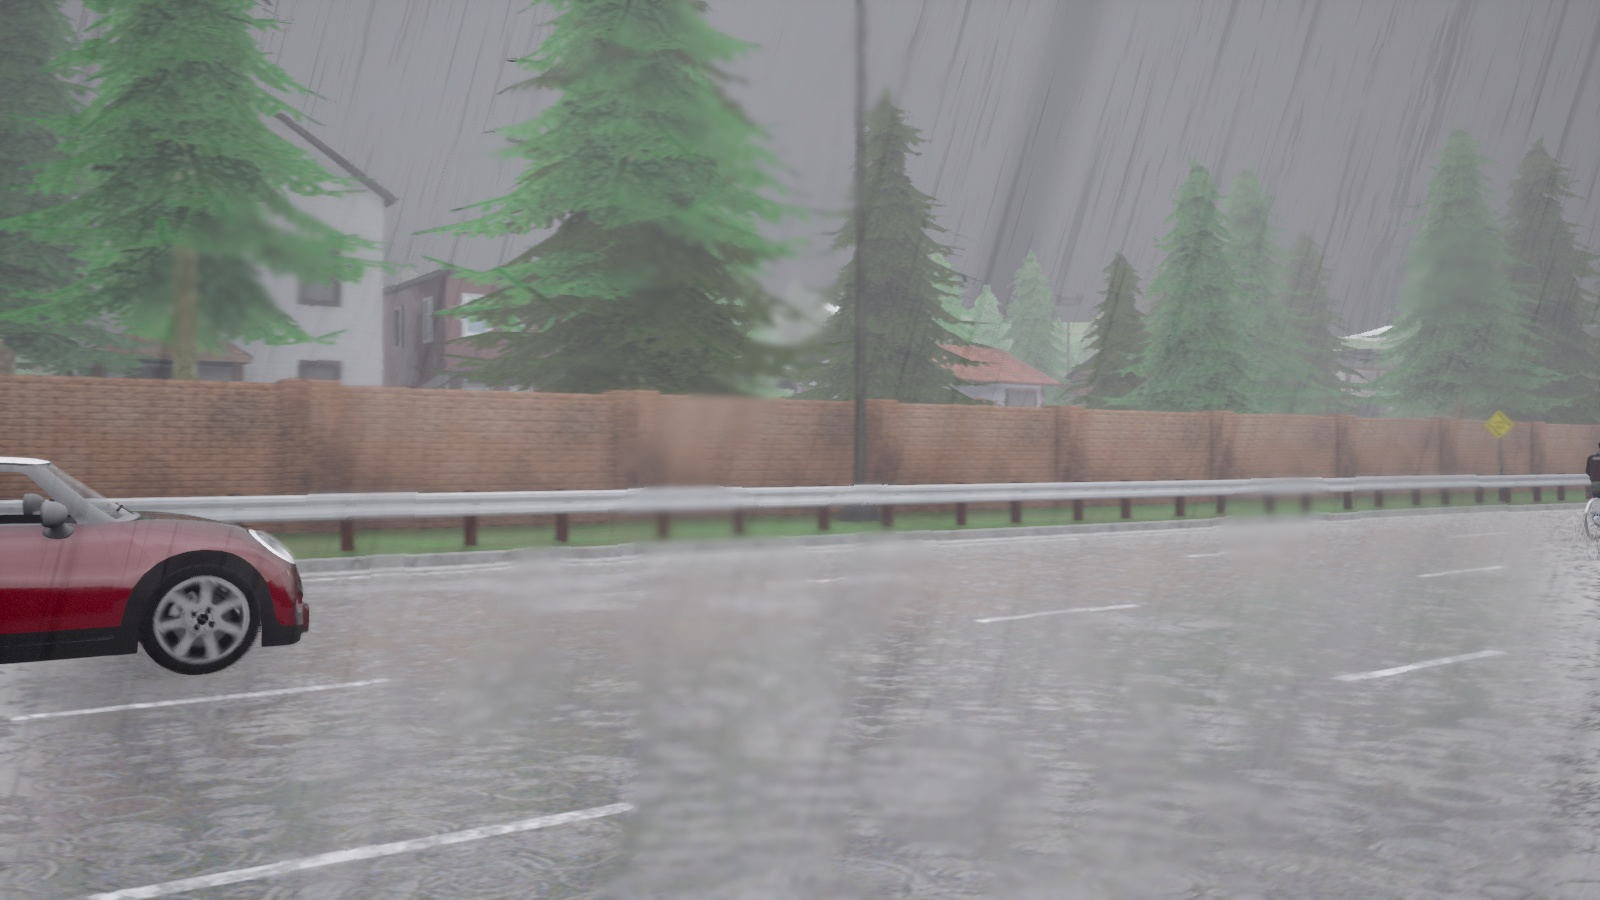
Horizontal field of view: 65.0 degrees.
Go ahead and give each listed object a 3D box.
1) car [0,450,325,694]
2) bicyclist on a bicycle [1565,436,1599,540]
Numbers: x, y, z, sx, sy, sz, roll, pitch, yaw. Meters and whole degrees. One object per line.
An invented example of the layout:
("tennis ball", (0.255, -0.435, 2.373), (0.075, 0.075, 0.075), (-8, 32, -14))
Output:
("car", (-5.415, 0.742, 8.419), (3.806, 1.475, 1.970), (0, 0, -35))
("bicyclist on a bicycle", (14.271, 0.640, 22.121), (1.843, 1.776, 0.659), (0, 0, -35))
